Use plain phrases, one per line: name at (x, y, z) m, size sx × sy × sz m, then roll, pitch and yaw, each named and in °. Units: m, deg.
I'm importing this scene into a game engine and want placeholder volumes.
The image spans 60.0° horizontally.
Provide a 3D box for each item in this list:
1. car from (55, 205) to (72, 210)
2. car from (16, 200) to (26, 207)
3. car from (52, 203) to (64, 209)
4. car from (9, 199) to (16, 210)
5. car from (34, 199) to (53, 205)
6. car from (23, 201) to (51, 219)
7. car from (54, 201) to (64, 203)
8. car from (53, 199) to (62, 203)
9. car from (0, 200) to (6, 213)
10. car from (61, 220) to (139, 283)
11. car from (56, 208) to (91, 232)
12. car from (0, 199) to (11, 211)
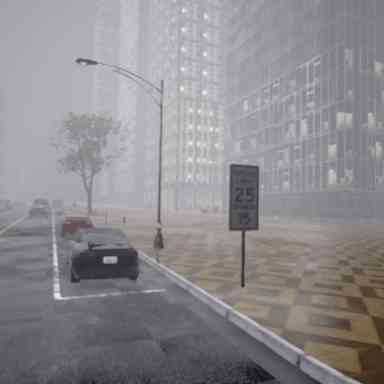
car at (-9.308, 1.999, 25.520) m, size 2.008 × 1.369 × 4.403 m, roll 3°, pitch -2°, yaw -23°
car at (-38.636, 2.621, 73.603) m, size 1.887 × 1.381 × 4.507 m, roll 3°, pitch -2°, yaw -23°
car at (-13.629, 2.180, 35.786) m, size 2.008 × 1.369 × 4.403 m, roll 3°, pitch -2°, yaw -23°
car at (-29.984, 2.022, 53.081) m, size 2.192 × 1.841 × 5.009 m, roll 3°, pitch -2°, yaw -23°
car at (-20.633, 1.952, 45.510) m, size 2.150 × 2.045 × 5.566 m, roll 2°, pitch -1°, yaw -23°
car at (-16.265, 2.039, 35.244) m, size 2.128 × 1.511 × 4.902 m, roll 2°, pitch -2°, yaw -23°
car at (-18.016, 2.340, 46.209) m, size 1.752 × 1.417 × 4.829 m, roll 3°, pitch -2°, yaw -23°
car at (-27.534, 2.426, 68.051) m, size 2.150 × 2.045 × 5.566 m, roll 2°, pitch -2°, yaw -23°
car at (-25.673, 2.089, 42.807) m, size 1.947 × 1.339 × 4.313 m, roll 3°, pitch -2°, yaw -23°
car at (-2.827, 1.744, 10.122) m, size 1.947 × 1.339 × 4.313 m, roll 3°, pitch -2°, yaw -23°
car at (-7.147, 1.902, 20.387) m, size 1.887 × 1.381 × 4.507 m, roll 3°, pitch -2°, yaw -23°
car at (-27.766, 2.138, 47.784) m, size 1.752 × 1.417 × 4.829 m, roll 3°, pitch -2°, yaw -23°
